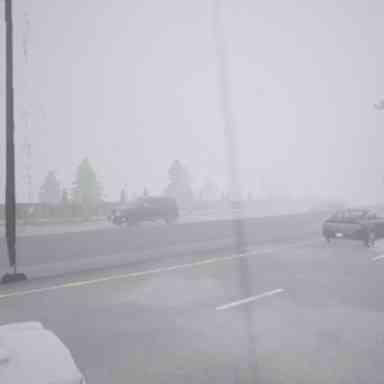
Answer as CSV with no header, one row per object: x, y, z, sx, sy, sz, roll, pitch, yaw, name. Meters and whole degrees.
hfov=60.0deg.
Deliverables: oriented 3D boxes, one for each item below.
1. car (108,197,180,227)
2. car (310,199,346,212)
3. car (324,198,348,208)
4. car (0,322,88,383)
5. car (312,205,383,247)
-3.342,1.368,24.262,5.566,2.045,2.150,0,-1,-44,car
13.455,1.720,32.198,2.033,1.411,5.357,0,-1,41,car
23.584,1.792,54.349,2.128,1.511,4.902,0,0,42,car
-2.970,1.614,1.772,4.718,1.301,1.895,0,0,-35,car
7.805,1.563,15.413,4.902,1.511,2.128,0,0,-44,car
